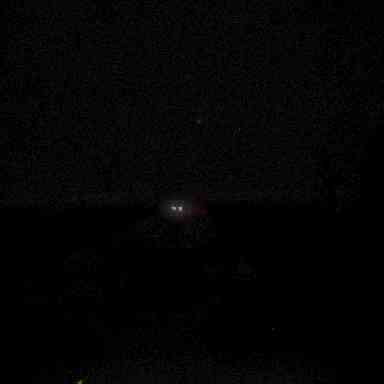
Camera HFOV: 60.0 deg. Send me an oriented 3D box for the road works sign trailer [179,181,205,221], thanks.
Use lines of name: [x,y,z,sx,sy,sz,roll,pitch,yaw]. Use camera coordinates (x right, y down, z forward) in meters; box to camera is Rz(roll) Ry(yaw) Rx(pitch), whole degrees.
road works sign trailer: [-0.007,0.802,30.876,2.380,3.560,2.880,0,-1,0]

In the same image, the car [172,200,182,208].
car: [-2.792,2.302,64.574,1.994,1.385,4.181,0,-1,1]
